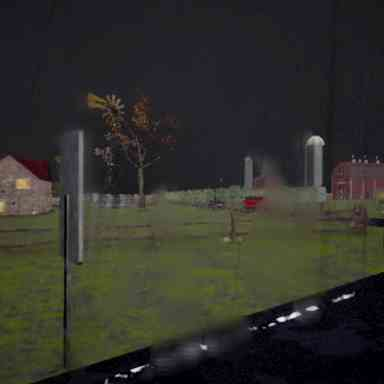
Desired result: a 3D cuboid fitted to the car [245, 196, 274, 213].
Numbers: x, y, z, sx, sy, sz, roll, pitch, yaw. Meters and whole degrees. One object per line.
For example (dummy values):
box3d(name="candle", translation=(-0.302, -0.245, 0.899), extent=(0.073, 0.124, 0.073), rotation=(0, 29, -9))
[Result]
box3d(name="car", translation=(8.358, 1.478, 41.533), extent=(2.150, 2.045, 5.566), rotation=(0, -1, -15))

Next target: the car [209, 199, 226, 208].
box3d(name="car", translation=(4.350, 1.969, 56.822), extent=(2.128, 1.511, 4.902), rotation=(0, -1, -14))
